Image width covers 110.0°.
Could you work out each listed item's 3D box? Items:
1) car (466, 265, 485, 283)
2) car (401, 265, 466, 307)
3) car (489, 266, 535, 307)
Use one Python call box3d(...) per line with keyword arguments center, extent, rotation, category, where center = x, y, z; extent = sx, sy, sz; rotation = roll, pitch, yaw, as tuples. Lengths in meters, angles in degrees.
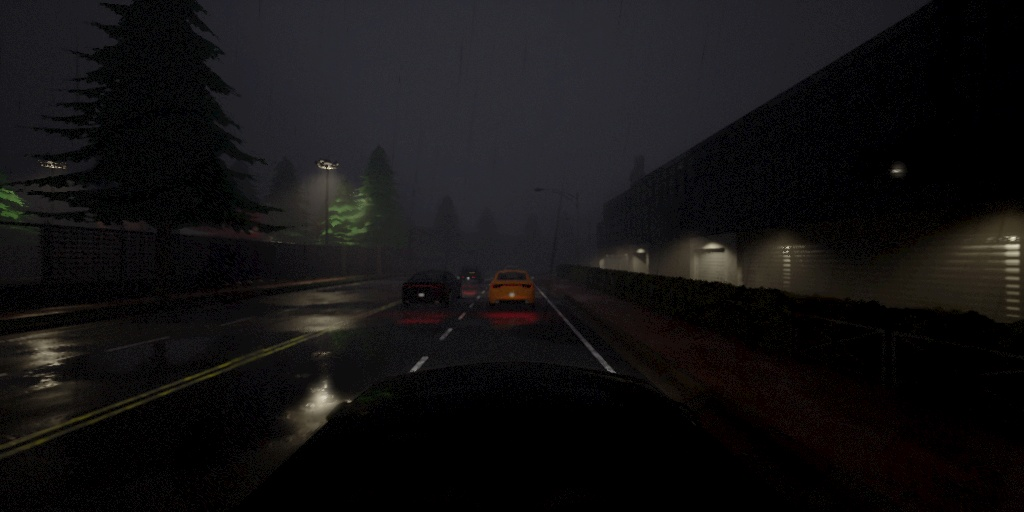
box3d(center=(-3.472, 1.530, 31.130), extent=(1.837, 1.490, 4.892), rotation=(0, 0, 1), category="car")
box3d(center=(-3.489, 1.363, 16.322), extent=(1.882, 1.535, 5.008), rotation=(0, 0, 0), category="car")
box3d(center=(0.011, 1.363, 16.323), extent=(1.882, 1.535, 5.008), rotation=(0, 0, 0), category="car")
